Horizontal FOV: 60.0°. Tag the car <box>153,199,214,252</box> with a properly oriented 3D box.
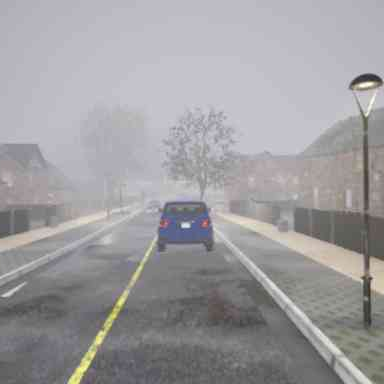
[{"bbox_3d":[-0.322,1.294,14.524,2.150,2.045,5.566,0,0,-2],"label":"car"}]

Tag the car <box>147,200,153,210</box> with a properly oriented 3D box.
[{"bbox_3d":[-5.564,1.894,49.534,1.837,1.490,4.892,-1,-1,-4],"label":"car"}]

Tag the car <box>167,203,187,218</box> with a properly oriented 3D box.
[{"bbox_3d":[-1.559,1.819,34.157,1.895,1.301,4.718,-1,0,-4],"label":"car"}]
